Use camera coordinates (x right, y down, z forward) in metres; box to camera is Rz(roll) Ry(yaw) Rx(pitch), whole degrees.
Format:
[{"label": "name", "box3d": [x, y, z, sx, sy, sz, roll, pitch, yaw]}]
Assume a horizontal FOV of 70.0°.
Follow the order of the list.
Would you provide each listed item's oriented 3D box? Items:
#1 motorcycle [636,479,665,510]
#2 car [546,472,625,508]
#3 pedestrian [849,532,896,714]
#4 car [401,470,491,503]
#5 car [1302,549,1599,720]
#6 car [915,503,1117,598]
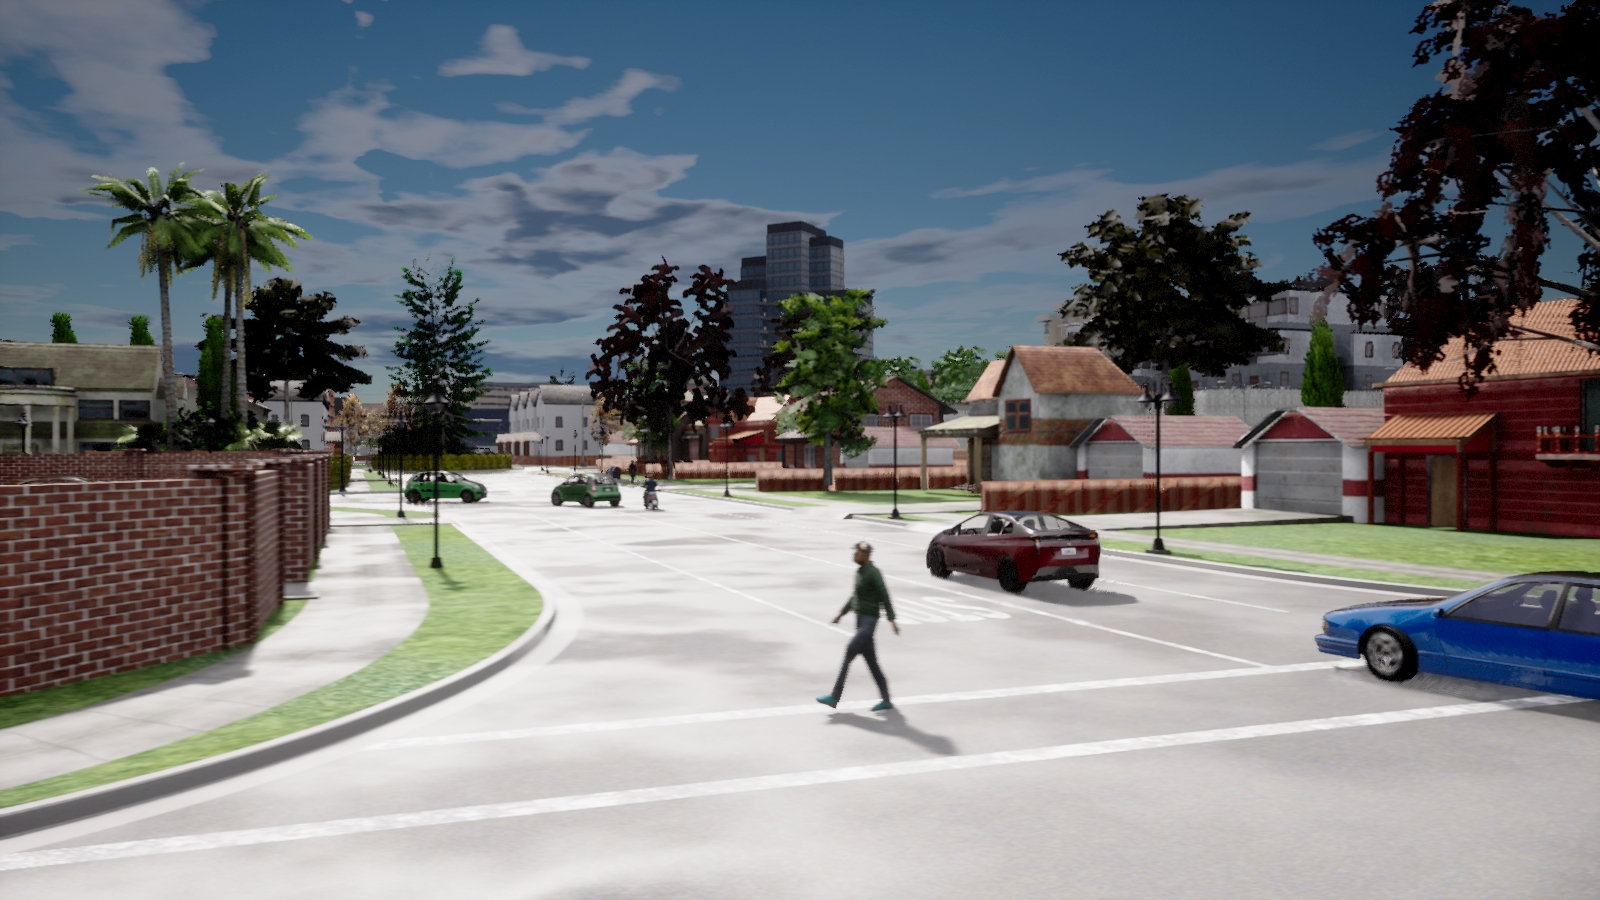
[{"label": "motorcycle", "box3d": [-6.824, 2.028, 52.022, 0.856, 1.341, 1.805, 0, 0, -22]}, {"label": "car", "box3d": [-10.453, 1.898, 55.514, 1.851, 1.617, 3.988, 0, 0, -45]}, {"label": "pedestrian", "box3d": [0.766, 1.818, 12.138, 0.375, 1.860, 0.375, 0, 0, -20]}, {"label": "car", "box3d": [-18.003, 1.840, 58.184, 3.988, 1.617, 1.851, 0, 0, 0]}, {"label": "car", "box3d": [8.655, 2.048, 12.739, 2.033, 1.411, 5.357, 0, 0, -33]}, {"label": "car", "box3d": [4.320, 1.976, 23.633, 2.007, 1.525, 4.514, 0, 0, -21]}]
